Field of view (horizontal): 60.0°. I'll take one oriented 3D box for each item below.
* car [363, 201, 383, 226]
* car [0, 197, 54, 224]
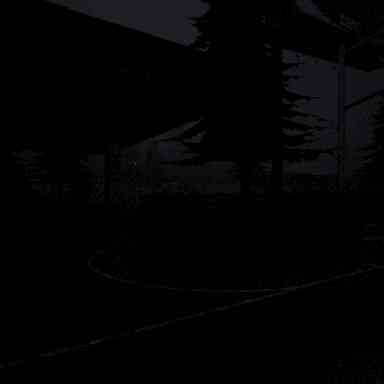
[{"bbox_3d":[11.394,1.317,21.322,2.128,1.511,4.902,0,1,-36],"label":"car"},{"bbox_3d":[-11.953,1.313,23.482,3.866,1.878,1.905,0,0,-36],"label":"car"}]
